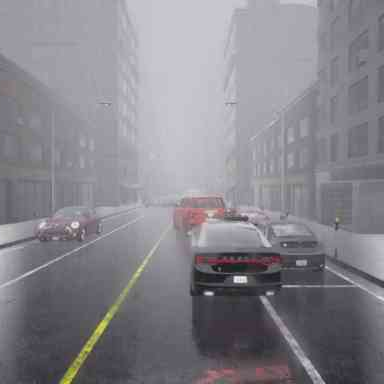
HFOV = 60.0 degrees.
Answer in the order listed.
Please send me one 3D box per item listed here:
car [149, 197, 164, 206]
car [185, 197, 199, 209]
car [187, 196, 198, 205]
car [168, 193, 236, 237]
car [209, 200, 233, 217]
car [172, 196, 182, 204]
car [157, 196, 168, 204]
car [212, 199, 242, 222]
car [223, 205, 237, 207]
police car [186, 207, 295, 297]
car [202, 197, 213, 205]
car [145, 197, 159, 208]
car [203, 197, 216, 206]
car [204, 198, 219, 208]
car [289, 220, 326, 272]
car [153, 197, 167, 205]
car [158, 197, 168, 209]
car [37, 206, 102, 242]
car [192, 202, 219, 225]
[{"bbox_3d":[-5.760,1.582,54.595,1.947,1.339,4.313,-1,0,0],"label":"car"},{"bbox_3d":[0.030,1.516,46.849,1.837,1.490,4.892,0,0,1],"label":"car"},{"bbox_3d":[0.014,1.498,59.493,1.882,1.535,5.008,0,0,0],"label":"car"},{"bbox_3d":[0.339,1.210,18.445,2.150,2.045,5.566,-1,0,-12],"label":"car"},{"bbox_3d":[2.760,1.548,32.572,1.887,1.381,4.507,-1,0,0],"label":"car"},{"bbox_3d":[-2.988,1.591,67.431,1.994,1.385,4.181,0,0,0],"label":"car"},{"bbox_3d":[-5.758,1.570,65.606,1.887,1.381,4.507,-1,0,0],"label":"car"},{"bbox_3d":[2.757,1.442,27.067,1.967,1.590,4.097,-1,0,0],"label":"car"},{"bbox_3d":[2.756,1.544,16.057,1.887,1.381,4.507,-1,0,0],"label":"car"},{"bbox_3d":[0.901,1.424,8.763,1.930,1.638,5.238,0,0,0],"label":"police car"},{"bbox_3d":[2.766,1.565,60.098,1.887,1.381,4.507,-1,0,0],"label":"car"},{"bbox_3d":[-5.763,1.453,49.090,1.967,1.590,4.097,-1,0,0],"label":"car"},{"bbox_3d":[2.765,1.561,54.593,1.887,1.381,4.507,-1,0,0],"label":"car"},{"bbox_3d":[2.764,1.578,49.088,1.947,1.339,4.313,-1,0,0],"label":"car"},{"bbox_3d":[2.754,1.549,10.551,2.008,1.369,4.403,-1,0,0],"label":"car"},{"bbox_3d":[-5.759,1.571,60.100,2.008,1.369,4.403,-1,0,0],"label":"car"},{"bbox_3d":[-3.090,1.610,44.546,1.895,1.301,4.718,0,0,0],"label":"car"},{"bbox_3d":[-5.771,1.439,16.059,1.967,1.590,4.097,-1,0,0],"label":"car"},{"bbox_3d":[0.906,1.527,24.655,1.812,1.442,4.674,0,0,0],"label":"car"}]
